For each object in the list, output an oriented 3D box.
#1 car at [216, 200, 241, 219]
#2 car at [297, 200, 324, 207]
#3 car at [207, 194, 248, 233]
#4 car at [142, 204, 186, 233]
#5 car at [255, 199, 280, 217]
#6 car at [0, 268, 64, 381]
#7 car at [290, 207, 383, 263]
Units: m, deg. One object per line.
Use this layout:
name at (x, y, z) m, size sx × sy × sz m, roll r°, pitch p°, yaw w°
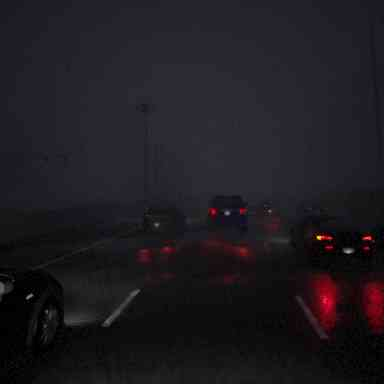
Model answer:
car at (3.228, 1.465, 29.221) m, size 1.994 × 1.385 × 4.181 m, roll 0°, pitch 0°, yaw 7°
car at (10.196, 1.443, 28.553) m, size 1.812 × 1.442 × 4.674 m, roll 0°, pitch 0°, yaw 7°
car at (2.079, 1.155, 19.492) m, size 2.150 × 2.045 × 5.566 m, roll 0°, pitch 0°, yaw 6°
car at (-1.490, 1.420, 19.063) m, size 2.128 × 1.511 × 4.902 m, roll 0°, pitch 0°, yaw 6°
car at (6.907, 1.405, 30.534) m, size 1.837 × 1.490 × 4.892 m, roll 0°, pitch -1°, yaw 7°
car at (-3.070, 1.334, 3.259) m, size 2.097 × 1.767 × 4.553 m, roll 0°, pitch 0°, yaw 3°
car at (4.724, 1.492, 11.788) m, size 1.812 × 1.442 × 4.674 m, roll 0°, pitch 0°, yaw 6°
